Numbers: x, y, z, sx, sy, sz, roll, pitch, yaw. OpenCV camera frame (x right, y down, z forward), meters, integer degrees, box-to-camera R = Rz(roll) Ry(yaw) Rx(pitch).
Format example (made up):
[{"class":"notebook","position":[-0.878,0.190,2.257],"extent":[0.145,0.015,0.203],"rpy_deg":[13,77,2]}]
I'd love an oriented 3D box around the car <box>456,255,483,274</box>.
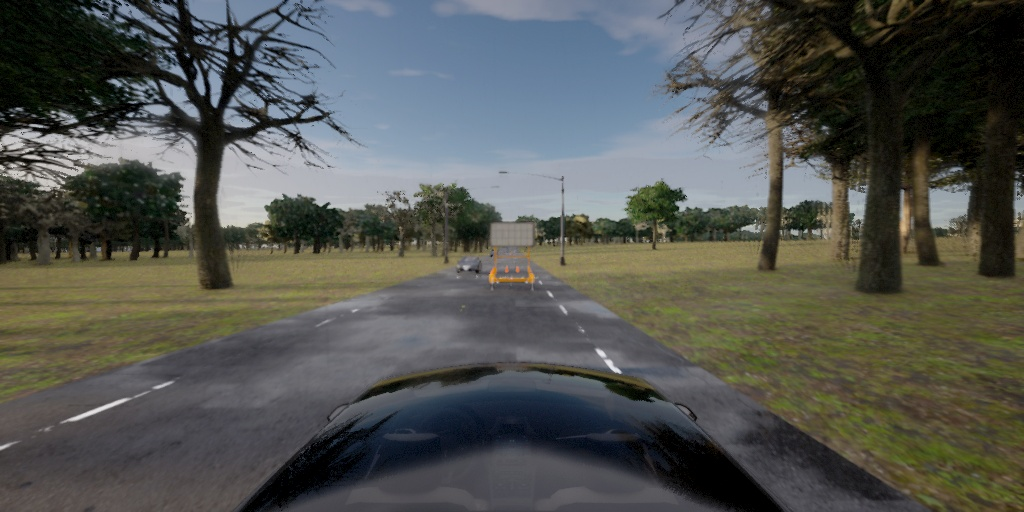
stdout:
[{"class":"car","position":[-3.568,0.713,30.609],"extent":[2.128,1.511,4.902],"rpy_deg":[0,1,0]}]

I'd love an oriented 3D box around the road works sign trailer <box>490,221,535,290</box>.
[{"class":"road works sign trailer","position":[0.006,-0.085,19.337],"extent":[2.380,3.560,2.880],"rpy_deg":[0,0,0]}]
